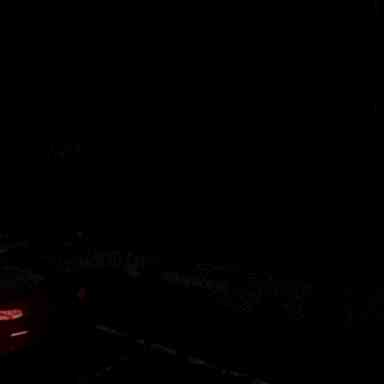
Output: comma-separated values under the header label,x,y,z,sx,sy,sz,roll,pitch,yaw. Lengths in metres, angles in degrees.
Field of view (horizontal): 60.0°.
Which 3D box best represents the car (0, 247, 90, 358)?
label,x,y,z,sx,sy,sz,roll,pitch,yaw
car,-3.438,1.592,5.506,4.206,1.307,1.802,0,0,35
